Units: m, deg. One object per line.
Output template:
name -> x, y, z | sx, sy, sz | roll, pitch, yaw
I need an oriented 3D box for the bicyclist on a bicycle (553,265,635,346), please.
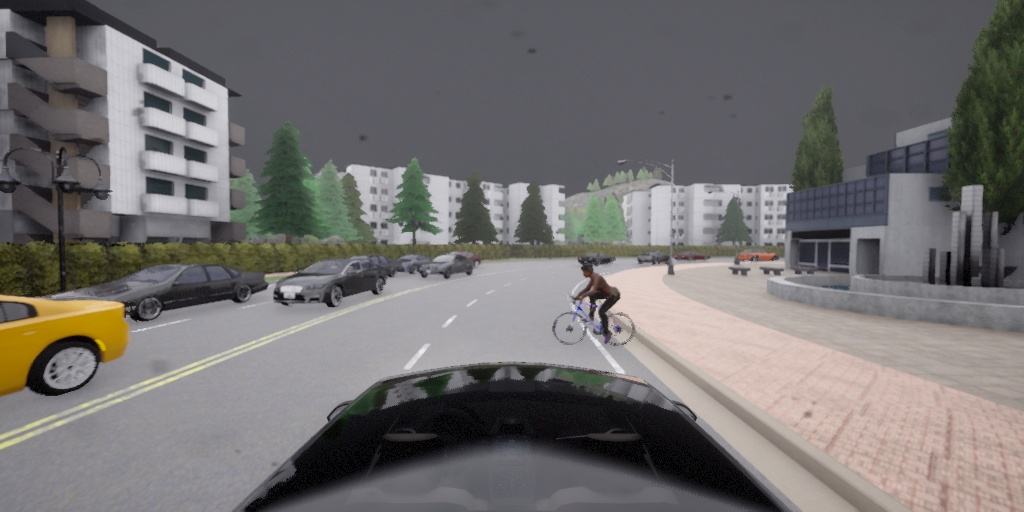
bicyclist on a bicycle -> 1.649, 0.999, 7.172 | 1.656, 1.620, 0.582 | 1, 2, 0

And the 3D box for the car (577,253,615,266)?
car -> 8.755, 0.290, 36.870 | 1.895, 1.301, 4.718 | 2, 2, 43

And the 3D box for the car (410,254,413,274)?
car -> -7.045, 0.546, 25.617 | 1.994, 1.385, 4.181 | 1, 2, 21

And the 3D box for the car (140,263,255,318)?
car -> -10.186, 0.950, 11.059 | 2.033, 1.411, 5.357 | 0, 2, 5

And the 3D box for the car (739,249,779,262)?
car -> 31.328, -0.111, 45.493 | 4.553, 1.767, 2.097 | 0, 2, -13

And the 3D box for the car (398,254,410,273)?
car -> -8.476, 0.646, 20.981 | 2.033, 1.411, 5.357 | 1, 2, 16

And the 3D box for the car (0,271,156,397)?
car -> -6.985, 1.135, 3.474 | 1.882, 1.535, 5.008 | 0, 2, 2

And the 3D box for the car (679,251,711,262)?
car -> 23.583, 0.052, 46.867 | 4.718, 1.301, 1.895 | 0, 2, -23

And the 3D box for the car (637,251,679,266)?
car -> 15.210, 0.180, 37.998 | 4.902, 1.511, 2.128 | -1, 2, -40

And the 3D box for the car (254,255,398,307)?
car -> -6.366, 0.847, 13.165 | 2.128, 1.511, 4.902 | 1, 2, 7

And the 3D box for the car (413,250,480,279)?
car -> -4.044, 0.583, 23.037 | 1.812, 1.442, 4.674 | 1, 2, 21
